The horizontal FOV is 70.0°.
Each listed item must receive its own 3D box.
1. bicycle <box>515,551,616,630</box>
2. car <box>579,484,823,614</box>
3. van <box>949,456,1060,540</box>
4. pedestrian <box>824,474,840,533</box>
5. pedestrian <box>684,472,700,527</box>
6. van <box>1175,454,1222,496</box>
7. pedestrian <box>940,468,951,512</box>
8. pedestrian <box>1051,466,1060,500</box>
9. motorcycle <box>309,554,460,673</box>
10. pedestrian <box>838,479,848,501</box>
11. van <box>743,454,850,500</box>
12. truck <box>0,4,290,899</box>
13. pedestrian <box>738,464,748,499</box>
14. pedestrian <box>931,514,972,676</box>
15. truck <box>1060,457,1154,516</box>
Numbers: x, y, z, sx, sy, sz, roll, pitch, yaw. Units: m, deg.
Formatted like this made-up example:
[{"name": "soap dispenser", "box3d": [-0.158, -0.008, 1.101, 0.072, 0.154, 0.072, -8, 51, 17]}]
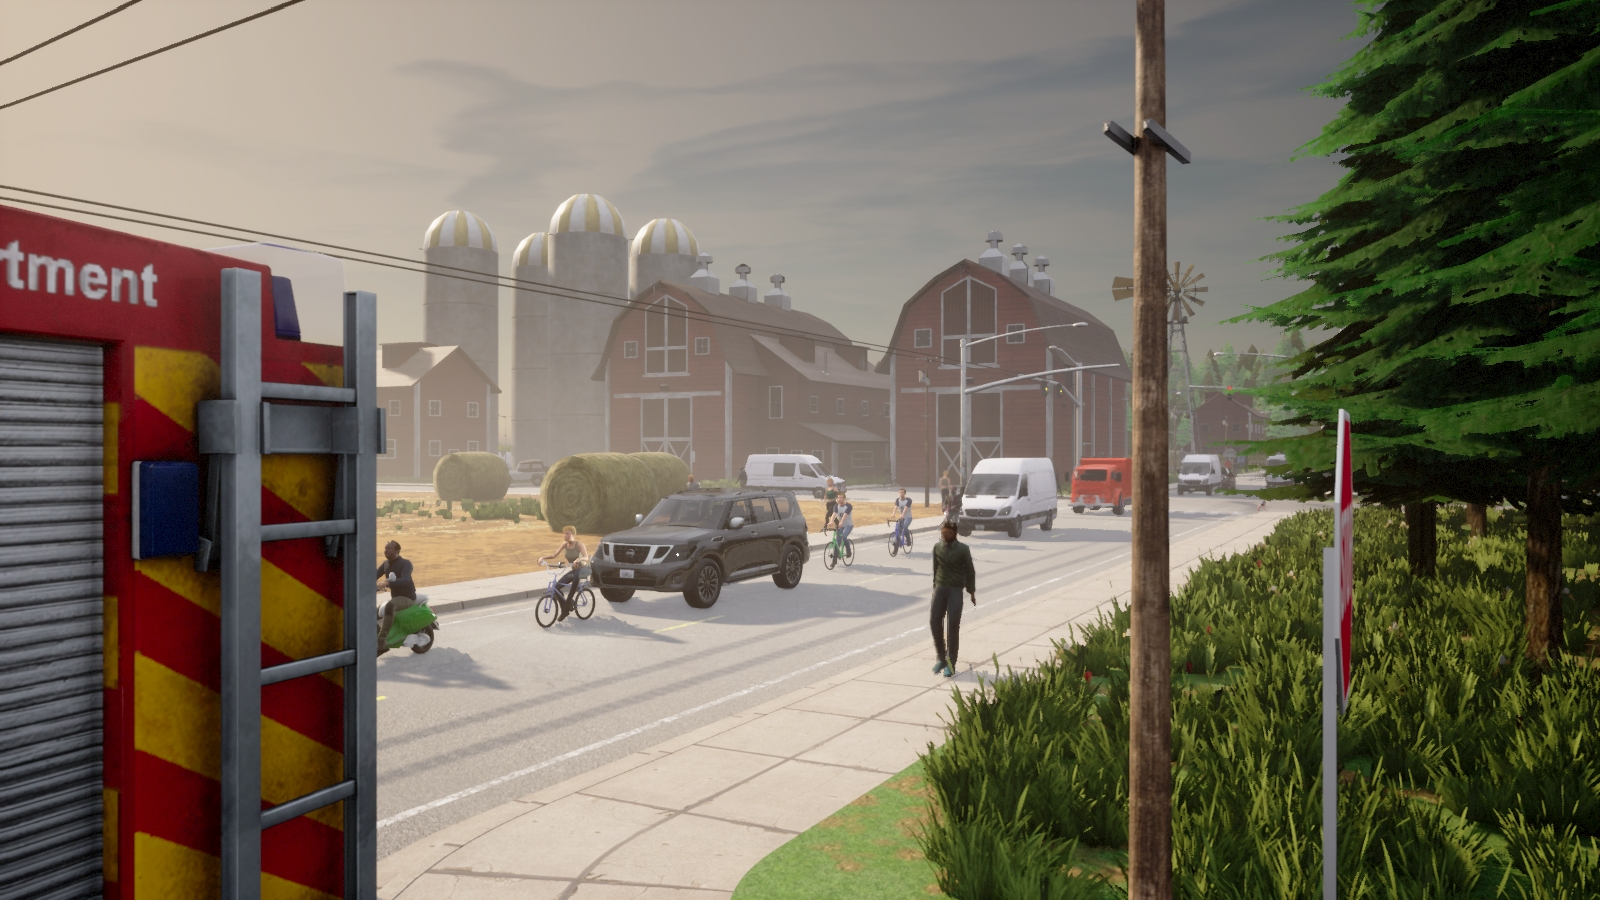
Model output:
[{"name": "bicycle", "box3d": [-3.806, 2.257, 18.624, 0.859, 1.080, 1.487, 0, 0, 28]}, {"name": "car", "box3d": [-1.731, 1.780, 22.469, 2.150, 2.045, 5.566, 0, 0, 27]}, {"name": "van", "box3d": [7.078, 1.534, 38.976, 1.988, 2.561, 5.915, 0, 0, 28]}, {"name": "pedestrian", "box3d": [1.022, 1.697, 36.348, 0.375, 1.860, 0.375, 0, 0, 44]}, {"name": "pedestrian", "box3d": [-3.677, 1.678, 38.981, 0.375, 1.860, 0.375, 0, 0, 35]}, {"name": "van", "box3d": [25.713, 1.536, 73.538, 1.988, 2.561, 5.915, 0, 0, 28]}, {"name": "pedestrian", "box3d": [6.146, 1.688, 48.323, 0.375, 1.860, 0.375, 0, 0, 18]}, {"name": "pedestrian", "box3d": [14.164, 1.825, 63.352, 0.375, 1.860, 0.375, 0, 0, 45]}, {"name": "motorcycle", "box3d": [-5.546, 2.143, 15.355, 0.856, 1.316, 1.805, 0, 0, 28]}, {"name": "pedestrian", "box3d": [2.218, 2.054, 58.868, 0.500, 1.100, 0.500, 0, 0, 8]}, {"name": "van", "box3d": [-0.222, 1.507, 65.693, 5.915, 2.561, 1.988, 0, 0, 27]}, {"name": "truck", "box3d": [-6.047, 0.867, 3.691, 8.468, 3.827, 2.891, 0, 0, 21]}, {"name": "pedestrian", "box3d": [-3.059, 1.672, 61.460, 0.375, 1.860, 0.375, 0, 0, 33]}, {"name": "pedestrian", "box3d": [1.793, 1.697, 13.531, 0.375, 1.860, 0.375, 0, 0, 29]}, {"name": "truck", "box3d": [13.845, 1.568, 51.319, 2.627, 2.467, 5.204, 0, 0, 33]}]
